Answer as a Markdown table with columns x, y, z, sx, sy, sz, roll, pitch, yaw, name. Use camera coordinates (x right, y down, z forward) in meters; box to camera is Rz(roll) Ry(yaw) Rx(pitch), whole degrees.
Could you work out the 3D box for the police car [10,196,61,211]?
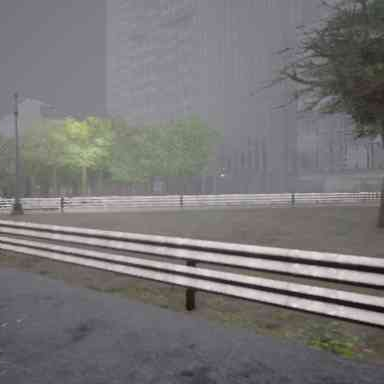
| x | y | z | sx | sy | sz | roll | pitch | yaw | name |
| --- | --- | --- | --- | --- | --- | --- | --- | --- | --- |
| -16.018 | 1.218 | 34.141 | 4.974 | 1.542 | 2.038 | -1 | -1 | 4 | police car |
